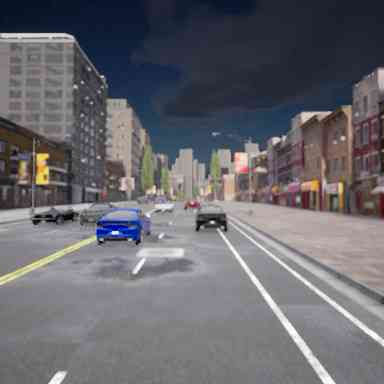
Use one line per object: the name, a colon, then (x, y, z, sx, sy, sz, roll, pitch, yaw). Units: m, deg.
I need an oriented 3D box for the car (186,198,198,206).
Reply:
car: (0.009, 1.743, 59.167, 1.994, 1.385, 4.181, 0, 0, 0)

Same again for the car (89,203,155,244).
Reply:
car: (-3.149, 1.529, 16.086, 1.882, 1.535, 5.008, 0, 0, 0)

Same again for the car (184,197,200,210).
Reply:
car: (0.060, 1.467, 45.493, 2.097, 1.767, 4.553, 0, 0, 0)

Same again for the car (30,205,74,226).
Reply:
car: (-9.845, 1.673, 24.227, 1.895, 1.301, 4.718, 0, 0, 0)

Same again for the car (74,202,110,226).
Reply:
car: (-6.594, 1.549, 24.177, 1.882, 1.535, 5.008, 0, 0, 0)

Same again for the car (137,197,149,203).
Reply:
car: (-9.747, 1.741, 66.216, 1.837, 1.490, 4.892, 0, -1, 0)

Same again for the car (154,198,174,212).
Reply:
car: (-3.143, 1.703, 39.404, 1.895, 1.301, 4.718, 0, 0, 0)

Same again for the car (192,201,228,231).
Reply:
car: (1.141, 1.543, 20.967, 1.882, 1.535, 5.008, 0, 0, 0)
